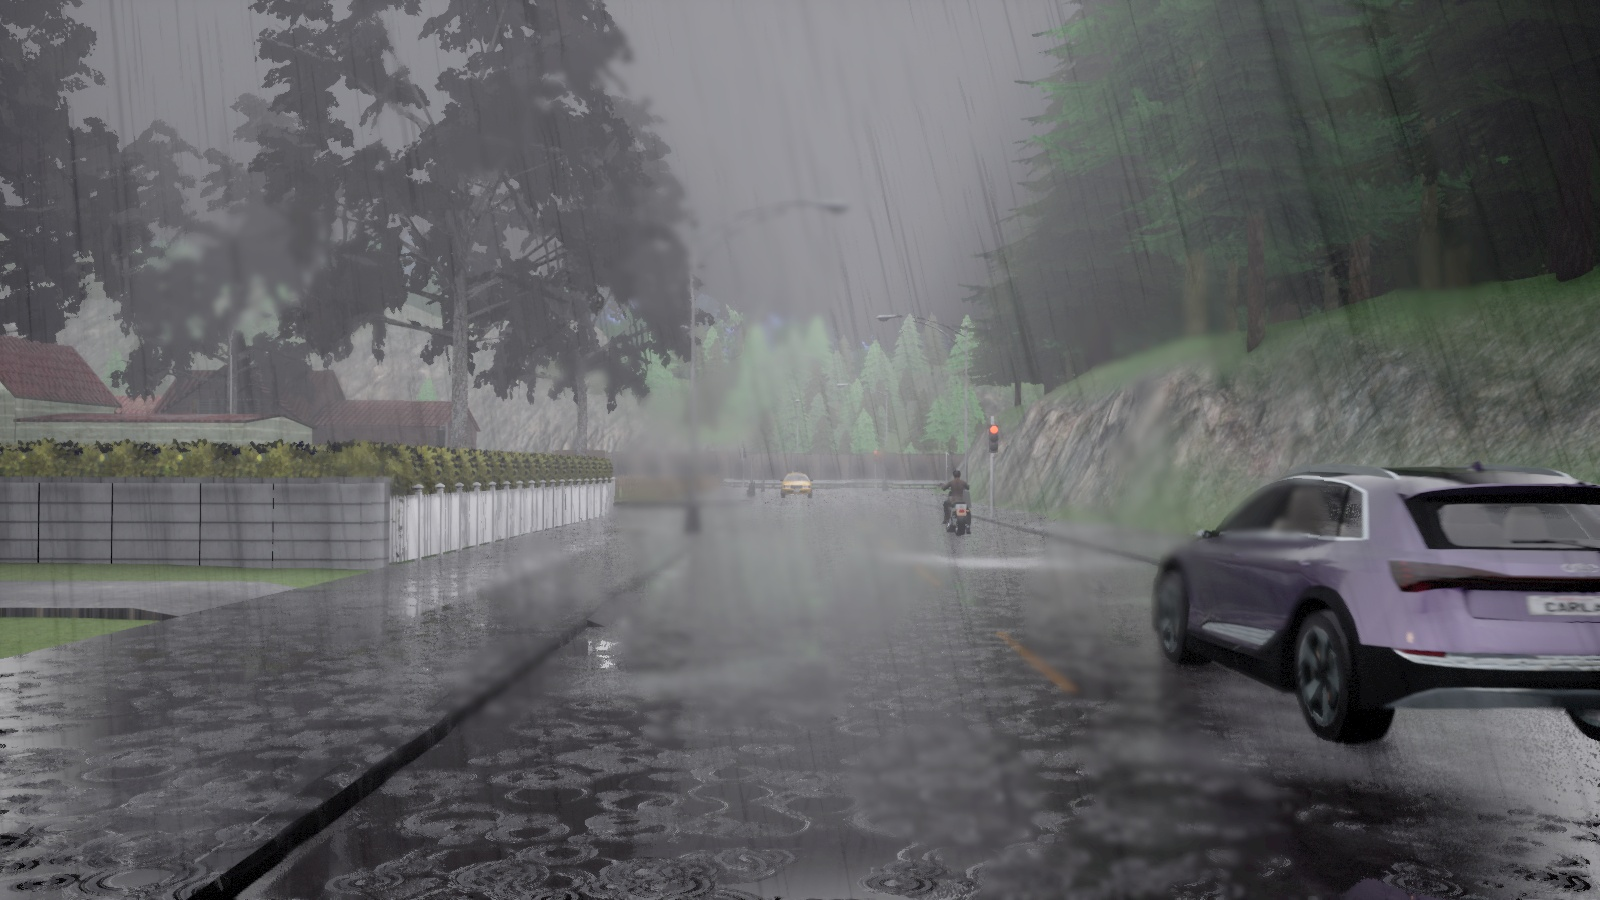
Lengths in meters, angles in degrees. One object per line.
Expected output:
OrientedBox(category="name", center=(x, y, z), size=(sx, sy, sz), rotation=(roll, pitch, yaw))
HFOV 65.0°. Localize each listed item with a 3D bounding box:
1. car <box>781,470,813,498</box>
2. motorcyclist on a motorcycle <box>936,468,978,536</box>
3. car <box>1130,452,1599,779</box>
OrientedBox(category="car", center=(-0.184, 1.989, 73.693), size=(1.801, 1.575, 5.366), rotation=(0, -1, 0))
OrientedBox(category="motorcyclist on a motorcycle", center=(3.921, 1.277, 31.522), size=(0.766, 1.649, 2.350), rotation=(0, -1, 0))
OrientedBox(category="car", center=(3.977, 0.876, 8.799), size=(2.033, 1.649, 4.856), rotation=(0, -1, 0))
